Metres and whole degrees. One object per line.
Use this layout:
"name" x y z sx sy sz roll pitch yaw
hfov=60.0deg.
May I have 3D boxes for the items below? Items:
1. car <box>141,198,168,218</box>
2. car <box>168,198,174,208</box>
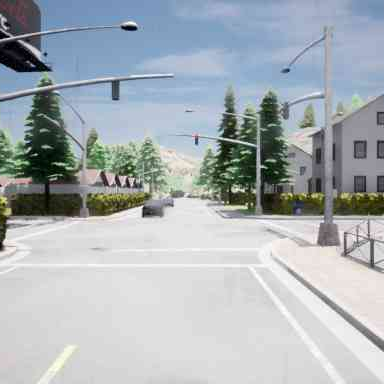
"car" -3.500 1.478 30.431 1.882 1.535 5.008 0 0 -2
"car" -3.598 1.547 49.485 2.033 1.411 5.357 0 0 0
